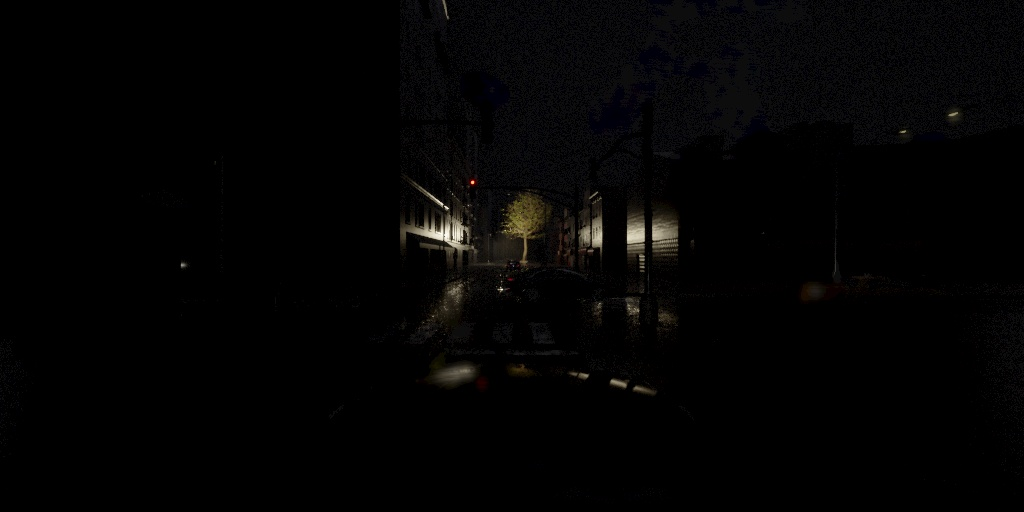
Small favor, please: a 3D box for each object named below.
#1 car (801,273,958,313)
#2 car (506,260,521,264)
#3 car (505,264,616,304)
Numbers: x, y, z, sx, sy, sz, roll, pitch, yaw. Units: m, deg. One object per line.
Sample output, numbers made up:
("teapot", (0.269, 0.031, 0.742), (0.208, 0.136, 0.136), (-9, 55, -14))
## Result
("car", (13.903, 1.346, 13.670), (4.829, 1.417, 1.751), (0, 0, 0))
("car", (0.169, 1.275, 47.489), (2.033, 1.411, 5.357), (0, 0, 0))
("car", (2.134, 1.244, 15.938), (4.902, 1.511, 2.128), (0, 0, -7))
